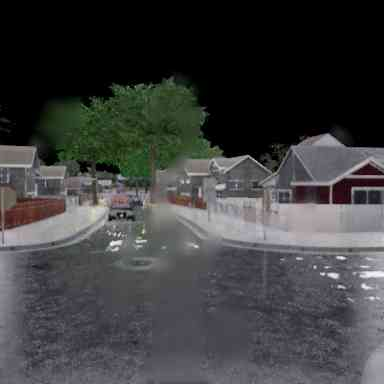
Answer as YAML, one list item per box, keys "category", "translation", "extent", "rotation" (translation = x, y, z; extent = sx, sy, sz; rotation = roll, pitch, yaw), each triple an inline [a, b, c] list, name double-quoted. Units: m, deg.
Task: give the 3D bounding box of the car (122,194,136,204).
- category: "car"
  translation: [-11.635, 1.277, 61.173]
  extent: [2.097, 1.767, 4.553]
  rotation: [0, 0, -14]

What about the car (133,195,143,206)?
- category: "car"
  translation: [-8.915, 1.286, 51.583]
  extent: [2.097, 1.767, 4.553]
  rotation: [0, 0, -16]

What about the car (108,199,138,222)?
- category: "car"
  translation: [-5.518, 1.543, 26.256]
  extent: [1.994, 1.385, 4.181]
  rotation: [0, 0, -11]

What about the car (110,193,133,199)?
- category: "car"
  translation: [-9.039, 1.186, 41.862]
  extent: [2.150, 2.045, 5.566]
  rotation: [0, 0, -15]
